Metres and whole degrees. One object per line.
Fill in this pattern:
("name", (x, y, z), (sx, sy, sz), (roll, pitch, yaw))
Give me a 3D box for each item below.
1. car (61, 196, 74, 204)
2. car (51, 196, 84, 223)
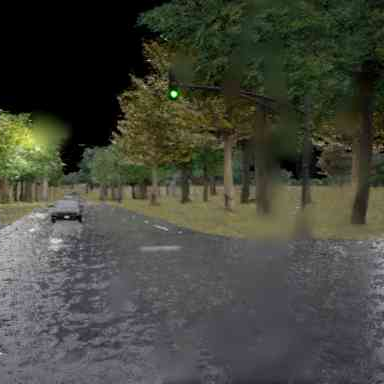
("car", (-22.945, 1.389, 61.342), (2.033, 1.411, 5.357), (1, -1, -21))
("car", (-8.706, 1.268, 23.289), (1.882, 1.535, 5.008), (1, 1, -20))
